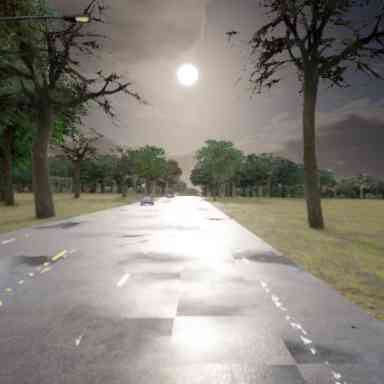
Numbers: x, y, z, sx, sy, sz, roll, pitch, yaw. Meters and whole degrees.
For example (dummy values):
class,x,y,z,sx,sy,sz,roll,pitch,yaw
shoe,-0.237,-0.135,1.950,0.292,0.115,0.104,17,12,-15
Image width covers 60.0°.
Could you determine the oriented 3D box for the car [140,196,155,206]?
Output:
class,x,y,z,sx,sy,sz,roll,pitch,yaw
car,-7.018,1.427,52.525,1.812,1.442,4.674,0,0,0
